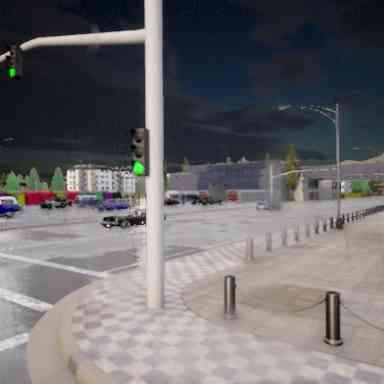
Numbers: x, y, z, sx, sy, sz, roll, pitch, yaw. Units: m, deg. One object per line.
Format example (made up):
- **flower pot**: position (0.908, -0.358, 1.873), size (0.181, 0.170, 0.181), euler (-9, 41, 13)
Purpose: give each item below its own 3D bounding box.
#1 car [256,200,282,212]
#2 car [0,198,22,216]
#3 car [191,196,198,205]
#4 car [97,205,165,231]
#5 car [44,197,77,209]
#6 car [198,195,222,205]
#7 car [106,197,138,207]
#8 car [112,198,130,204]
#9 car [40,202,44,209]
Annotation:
- **car**: position (9.740, 1.730, 41.885), size (2.128, 1.511, 4.902), euler (-1, -1, 36)
- **car**: position (-24.630, 1.955, 43.890), size (1.970, 1.475, 3.806), euler (-1, 0, 36)
- **car**: position (1.465, 1.618, 65.139), size (1.905, 1.878, 3.866), euler (-1, 0, 36)
- **car**: position (-4.038, 1.840, 23.018), size (1.895, 1.301, 4.718), euler (-1, 0, 36)
- **car**: position (-24.725, 1.835, 62.578), size (1.932, 1.855, 4.605), euler (-1, 0, 36)
- **car**: position (3.766, 1.583, 63.383), size (1.932, 1.855, 4.605), euler (-1, 0, 36)
- **car**: position (-11.046, 1.889, 52.654), size (1.970, 1.475, 3.806), euler (-1, 0, 36)
- **car**: position (-16.704, 2.107, 78.436), size (1.970, 1.475, 3.806), euler (-1, 0, 36)
- **car**: position (-27.020, 2.077, 64.341), size (1.784, 1.438, 3.905), euler (-1, 0, 36)
